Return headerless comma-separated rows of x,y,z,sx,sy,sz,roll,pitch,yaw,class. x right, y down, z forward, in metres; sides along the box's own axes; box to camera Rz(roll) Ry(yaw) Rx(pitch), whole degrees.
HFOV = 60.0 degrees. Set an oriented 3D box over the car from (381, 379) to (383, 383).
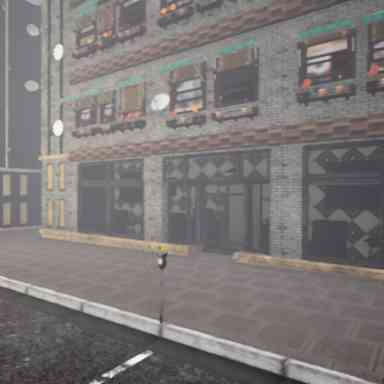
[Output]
3.029,1.291,0.547,5.009,1.841,2.192,-1,0,35,car
